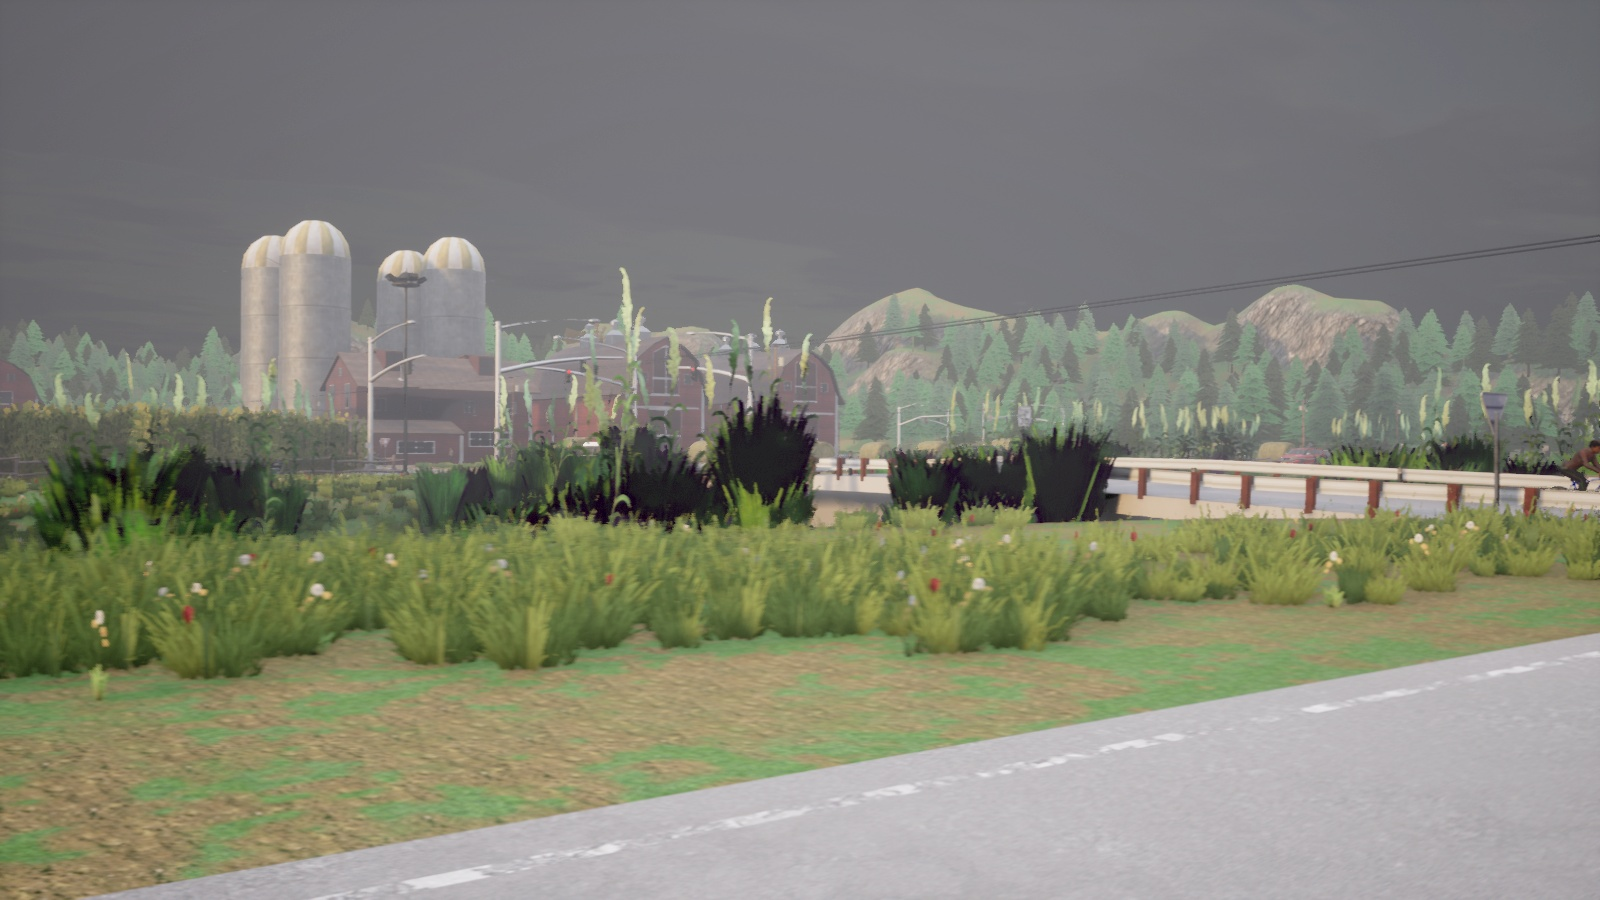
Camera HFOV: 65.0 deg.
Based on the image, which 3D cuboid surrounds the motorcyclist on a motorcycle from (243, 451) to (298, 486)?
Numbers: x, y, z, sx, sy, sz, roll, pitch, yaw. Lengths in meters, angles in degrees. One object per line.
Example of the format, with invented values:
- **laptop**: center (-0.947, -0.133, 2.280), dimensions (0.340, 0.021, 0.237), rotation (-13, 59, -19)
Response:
- **motorcyclist on a motorcycle**: center (-25.627, 0.898, 60.818), dimensions (2.350, 1.649, 0.766), rotation (0, 0, -40)

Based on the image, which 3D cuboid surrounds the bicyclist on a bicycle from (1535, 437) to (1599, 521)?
- **bicyclist on a bicycle**: center (15.632, 0.558, 24.956), dimensions (0.582, 1.620, 1.656), rotation (0, 1, -34)

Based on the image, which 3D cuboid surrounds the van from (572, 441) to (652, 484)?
- **van**: center (-9.376, 0.617, 62.456), dimensions (2.069, 2.038, 4.480), rotation (0, -1, -37)
